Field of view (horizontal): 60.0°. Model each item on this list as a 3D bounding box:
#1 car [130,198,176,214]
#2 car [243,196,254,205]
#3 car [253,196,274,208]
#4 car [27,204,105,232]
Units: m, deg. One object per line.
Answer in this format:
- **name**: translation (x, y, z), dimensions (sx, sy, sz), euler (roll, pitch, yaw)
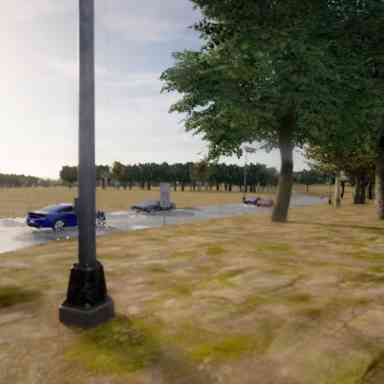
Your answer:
- **car**: translation (-3.690, 1.332, 33.013), dimensions (2.033, 1.411, 5.357), euler (6, 3, 34)
- **car**: translation (10.210, 1.421, 54.890), dimensions (2.033, 1.411, 5.357), euler (3, 1, 31)
- **car**: translation (11.217, 1.578, 49.692), dimensions (1.994, 1.385, 4.181), euler (3, 1, 32)
- **car**: translation (-7.618, 1.471, 20.685), dimensions (1.882, 1.535, 5.008), euler (2, 1, 31)
